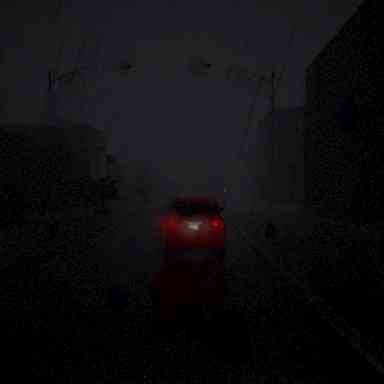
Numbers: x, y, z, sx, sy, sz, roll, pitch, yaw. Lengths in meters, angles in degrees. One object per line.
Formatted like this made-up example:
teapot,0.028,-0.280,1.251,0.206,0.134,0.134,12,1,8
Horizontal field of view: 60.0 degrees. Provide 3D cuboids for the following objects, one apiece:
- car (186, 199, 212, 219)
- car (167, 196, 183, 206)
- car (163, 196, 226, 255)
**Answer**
car,0.651,1.418,29.397,2.128,1.511,4.902,0,0,2
car,-2.618,1.404,52.124,2.033,1.411,5.357,0,0,1
car,0.116,1.195,13.286,2.150,2.045,5.566,0,0,1
